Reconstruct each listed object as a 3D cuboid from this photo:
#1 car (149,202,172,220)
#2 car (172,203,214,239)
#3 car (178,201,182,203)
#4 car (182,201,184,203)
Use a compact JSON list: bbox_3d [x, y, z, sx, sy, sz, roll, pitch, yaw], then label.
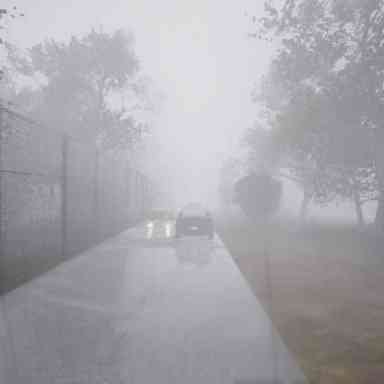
[{"bbox_3d":[-2.779,1.713,30.440,1.882,1.535,5.008,0,-1,0],"label":"car"},{"bbox_3d":[0.123,1.562,18.039,1.882,1.535,5.008,0,-1,0],"label":"car"},{"bbox_3d":[-2.379,2.798,72.116,2.128,1.511,4.902,0,-2,1],"label":"car"},{"bbox_3d":[0.197,1.891,36.778,2.033,1.411,5.357,0,-1,0],"label":"car"}]
